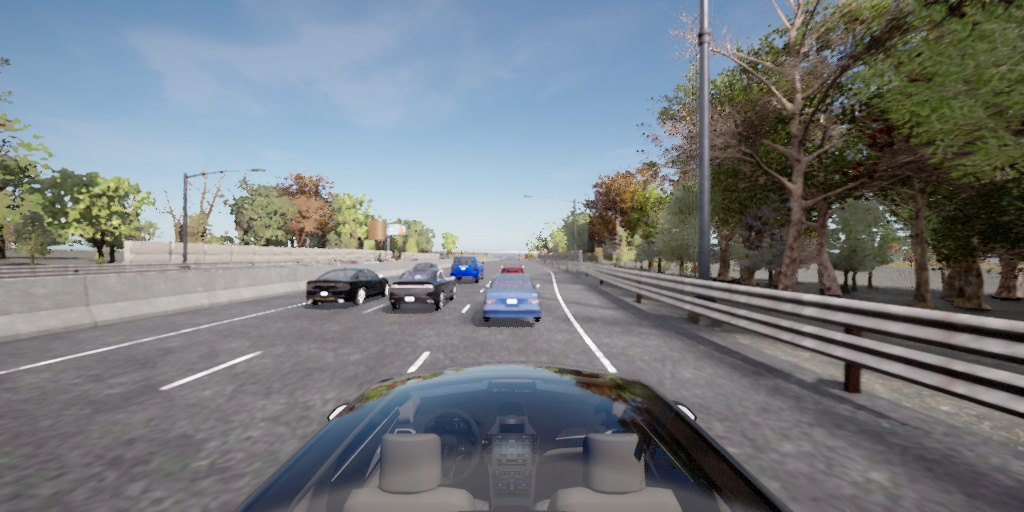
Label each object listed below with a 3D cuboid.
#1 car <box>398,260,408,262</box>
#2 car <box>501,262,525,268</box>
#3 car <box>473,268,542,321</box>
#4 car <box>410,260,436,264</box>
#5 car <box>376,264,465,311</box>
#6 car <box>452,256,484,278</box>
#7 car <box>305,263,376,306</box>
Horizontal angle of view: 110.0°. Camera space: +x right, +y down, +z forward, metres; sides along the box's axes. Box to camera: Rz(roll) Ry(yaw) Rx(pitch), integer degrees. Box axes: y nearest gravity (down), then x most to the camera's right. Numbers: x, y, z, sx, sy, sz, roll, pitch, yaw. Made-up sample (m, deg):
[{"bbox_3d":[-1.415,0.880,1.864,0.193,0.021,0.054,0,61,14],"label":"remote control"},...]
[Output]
[{"bbox_3d":[-17.517,1.401,62.455,2.033,1.411,5.357,0,0,1],"label":"car"},{"bbox_3d":[0.055,1.263,30.797,1.882,1.535,5.008,0,0,0],"label":"car"},{"bbox_3d":[0.027,1.308,12.478,2.033,1.411,5.357,0,0,1],"label":"car"},{"bbox_3d":[-6.953,1.290,29.637,1.837,1.490,4.892,0,0,0],"label":"car"},{"bbox_3d":[-3.454,1.255,14.599,2.128,1.511,4.902,0,0,0],"label":"car"},{"bbox_3d":[-3.465,1.005,28.426,2.150,2.045,5.566,0,0,1],"label":"car"},{"bbox_3d":[-6.946,1.242,15.769,1.882,1.535,5.008,0,0,0],"label":"car"}]
